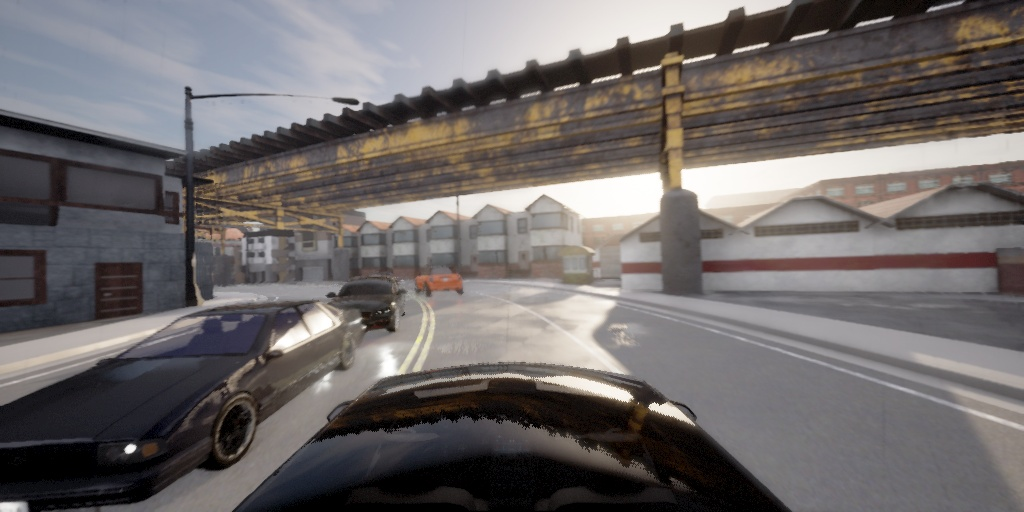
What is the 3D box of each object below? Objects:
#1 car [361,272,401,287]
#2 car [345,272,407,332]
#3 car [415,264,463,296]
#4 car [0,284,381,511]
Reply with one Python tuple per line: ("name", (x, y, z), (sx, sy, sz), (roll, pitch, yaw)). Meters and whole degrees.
("car", (-12.351, 2.176, 33.521), (1.895, 1.301, 4.718), (-1, -2, -41))
("car", (-4.379, 1.394, 11.181), (1.837, 1.490, 4.892), (-2, 0, -13))
("car", (-4.512, 1.364, 21.666), (2.097, 1.767, 4.553), (-1, -1, -24))
("car", (-3.788, 1.409, 5.188), (2.033, 1.411, 5.357), (-2, 0, -4))
